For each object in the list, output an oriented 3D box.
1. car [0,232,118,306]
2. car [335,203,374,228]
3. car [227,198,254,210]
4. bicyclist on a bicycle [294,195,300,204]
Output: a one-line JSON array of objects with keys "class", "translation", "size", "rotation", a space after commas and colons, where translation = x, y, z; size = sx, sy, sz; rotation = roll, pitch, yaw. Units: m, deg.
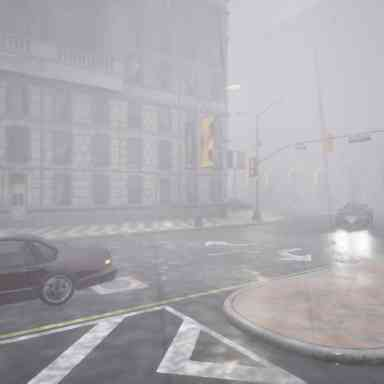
[{"class": "car", "translation": [-4.235, 1.547, 6.515], "size": [5.357, 1.411, 2.033], "rotation": [0, 0, -34]}, {"class": "car", "translation": [10.923, 1.491, 22.137], "size": [2.128, 1.511, 4.902], "rotation": [1, 0, 33]}, {"class": "car", "translation": [5.602, 1.548, 43.481], "size": [2.033, 1.411, 5.357], "rotation": [0, 0, -35]}, {"class": "bicyclist on a bicycle", "translation": [17.991, 1.300, 57.149], "size": [1.656, 1.620, 0.582], "rotation": [0, 0, -35]}]
